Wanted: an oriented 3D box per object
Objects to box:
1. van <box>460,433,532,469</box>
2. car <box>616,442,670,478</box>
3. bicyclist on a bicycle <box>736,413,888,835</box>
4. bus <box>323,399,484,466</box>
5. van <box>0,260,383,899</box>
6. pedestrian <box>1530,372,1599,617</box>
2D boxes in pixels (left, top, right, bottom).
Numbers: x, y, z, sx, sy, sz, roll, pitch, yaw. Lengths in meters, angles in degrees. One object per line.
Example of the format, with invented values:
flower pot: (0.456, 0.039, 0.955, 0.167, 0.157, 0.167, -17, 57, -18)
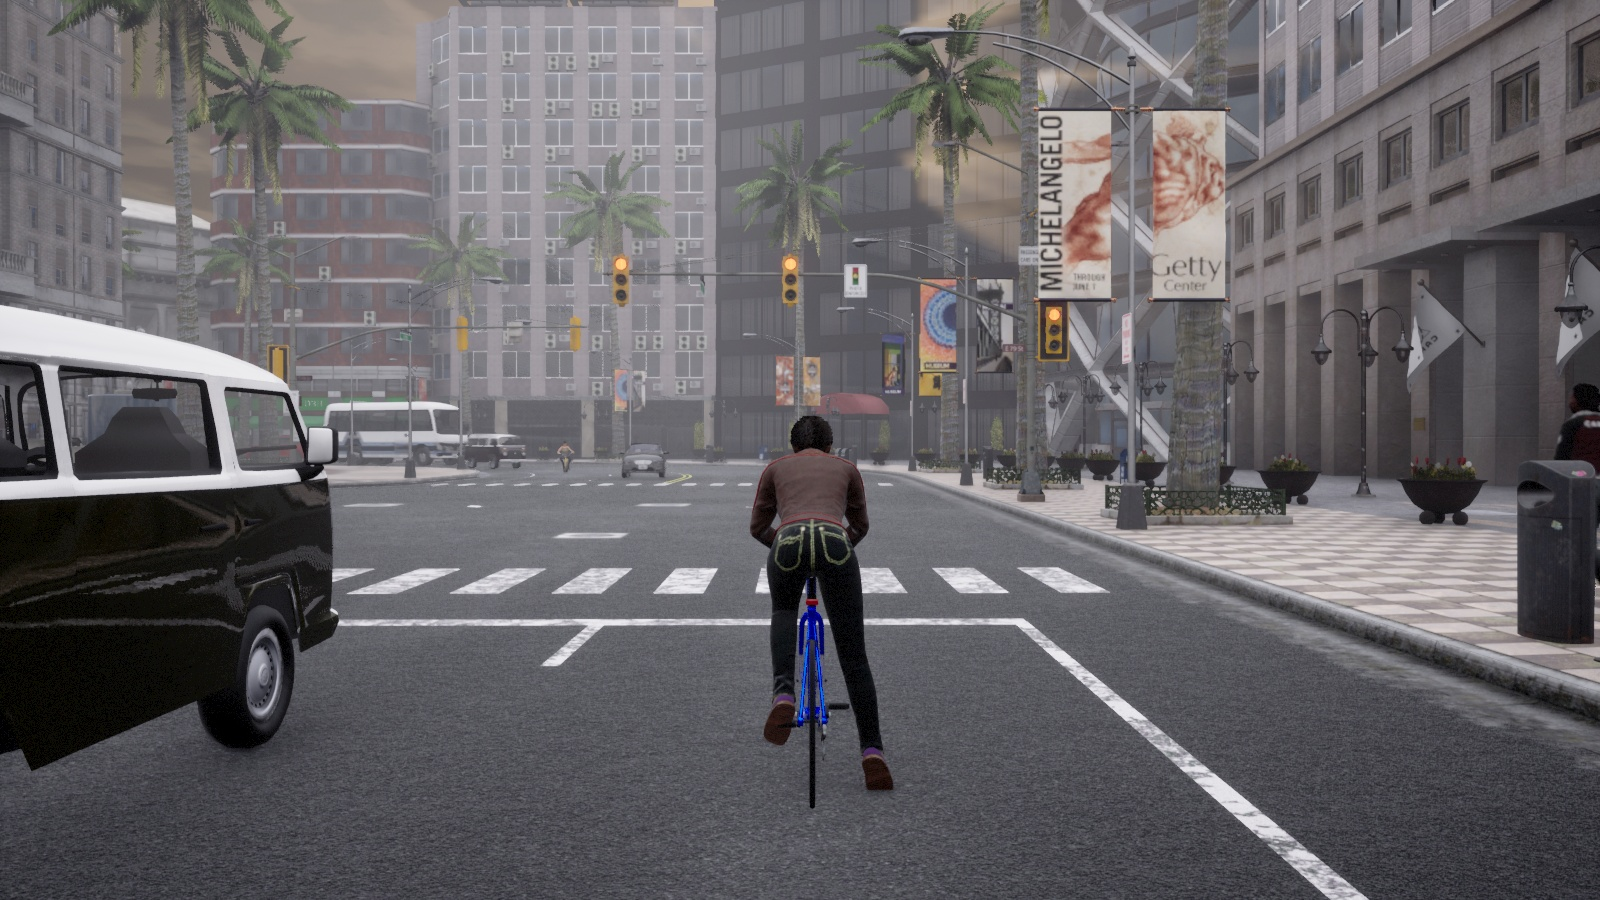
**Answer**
van: (-17.614, 0.045, 72.690, 2.069, 2.038, 4.480, 0, 0, -43)
car: (-6.766, 0.388, 54.717, 2.128, 1.511, 4.902, 0, 0, -5)
bicyclist on a bicycle: (0.052, 0.667, 5.656, 0.582, 1.620, 1.656, 0, 0, 0)
bus: (-26.504, -1.125, 83.865, 10.273, 4.253, 3.944, 0, 0, 24)
van: (-3.447, 0.439, 5.000, 2.069, 2.038, 4.480, 0, 0, 0)
pedestrian: (6.397, 0.350, 10.251, 0.402, 1.930, 0.666, 0, 0, -14)
